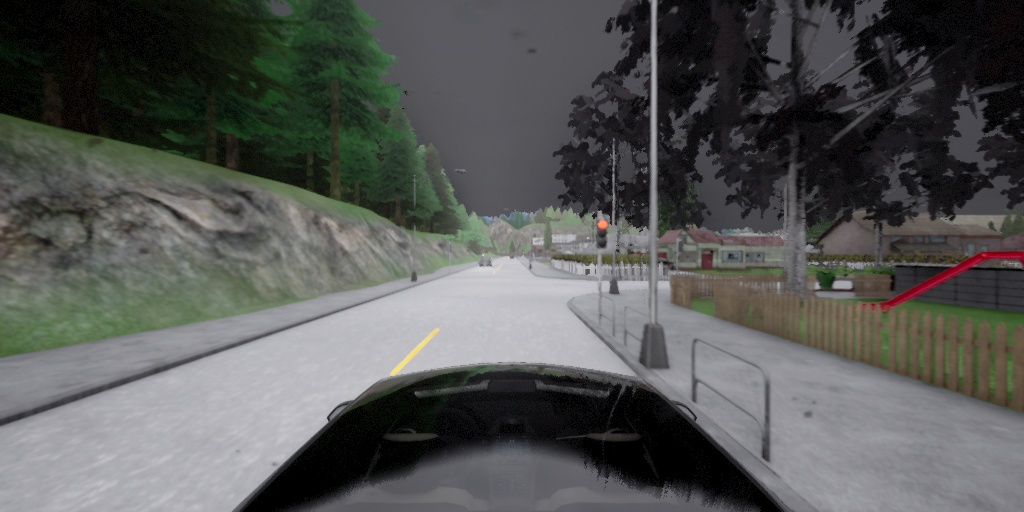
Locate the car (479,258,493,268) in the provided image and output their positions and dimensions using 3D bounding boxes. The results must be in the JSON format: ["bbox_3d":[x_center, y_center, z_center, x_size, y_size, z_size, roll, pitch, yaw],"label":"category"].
[{"bbox_3d":[-3.999,1.020,55.240,2.128,1.511,4.902,0,1,0],"label":"car"}]
